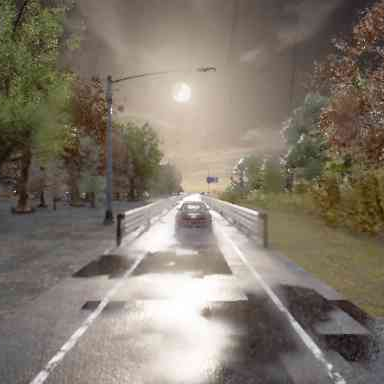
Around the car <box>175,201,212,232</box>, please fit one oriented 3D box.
[{"bbox_3d":[0.093,1.352,20.251,2.097,1.767,4.553,0,0,0],"label":"car"}]
